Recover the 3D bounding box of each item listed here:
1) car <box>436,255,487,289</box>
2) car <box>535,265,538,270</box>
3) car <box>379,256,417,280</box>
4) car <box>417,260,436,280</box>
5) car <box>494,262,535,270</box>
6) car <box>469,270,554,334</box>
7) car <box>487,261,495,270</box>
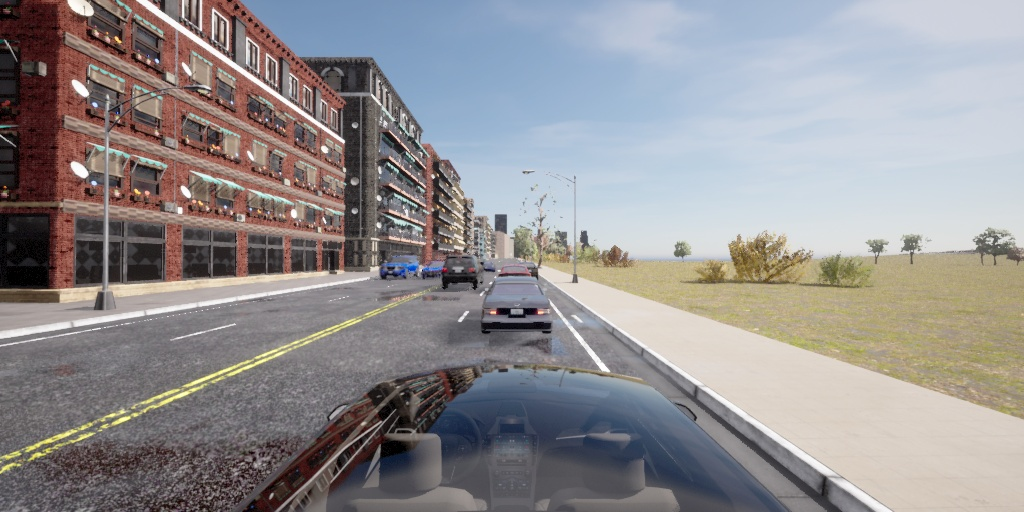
[{"bbox_3d":[-3.102,0.974,23.310,2.150,2.045,5.566,0,0,0],"label":"car"},{"bbox_3d":[1.204,1.232,30.584,1.882,1.535,5.008,0,0,0],"label":"car"},{"bbox_3d":[-9.782,0.975,31.661,2.150,2.045,5.566,0,0,0],"label":"car"},{"bbox_3d":[-6.533,1.231,31.383,1.882,1.535,5.008,0,0,0],"label":"car"},{"bbox_3d":[0.147,1.231,21.146,1.882,1.535,5.008,0,0,0],"label":"car"},{"bbox_3d":[0.119,1.299,10.606,2.033,1.411,5.357,0,0,0],"label":"car"},{"bbox_3d":[-3.051,1.317,44.859,1.994,1.385,4.181,0,0,0],"label":"car"}]
